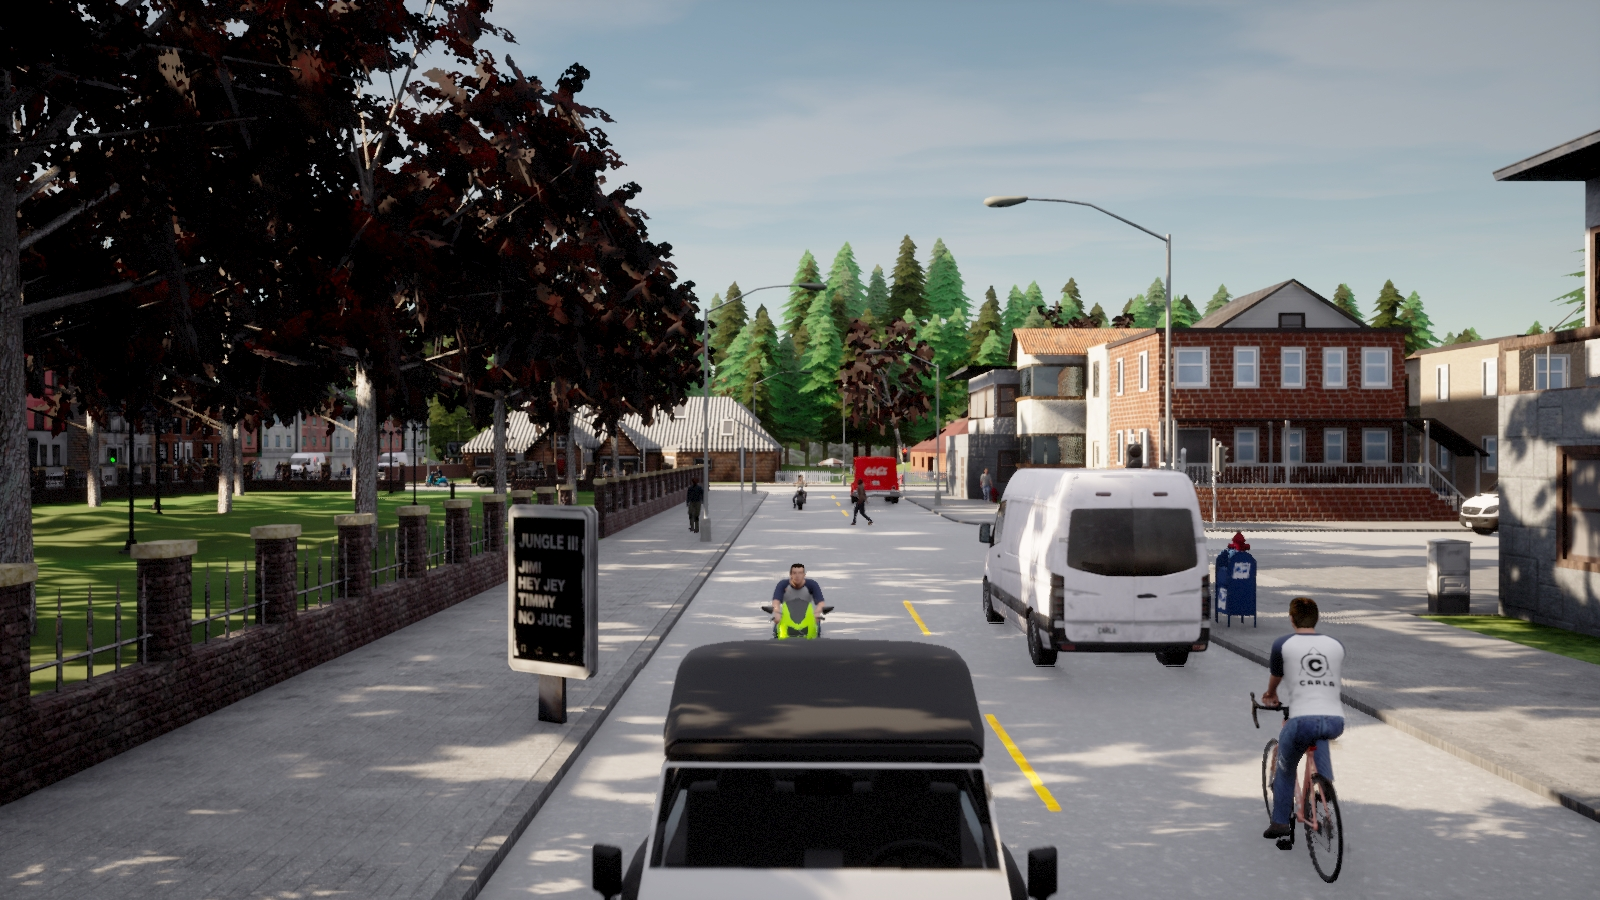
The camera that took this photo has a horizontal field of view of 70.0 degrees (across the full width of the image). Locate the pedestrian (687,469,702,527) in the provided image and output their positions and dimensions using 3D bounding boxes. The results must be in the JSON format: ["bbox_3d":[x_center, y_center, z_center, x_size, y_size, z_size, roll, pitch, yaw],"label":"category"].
[{"bbox_3d":[-3.381,1.540,36.639,0.375,1.860,0.375,0,0,10],"label":"pedestrian"}]

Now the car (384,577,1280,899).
[{"bbox_3d":[0.094,1.640,4.364,1.905,1.878,3.866,0,0,1],"label":"car"}]

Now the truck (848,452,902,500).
[{"bbox_3d":[3.969,1.372,61.570,2.627,2.467,5.204,0,0,1],"label":"truck"}]

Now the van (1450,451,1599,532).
[{"bbox_3d":[24.712,1.329,37.232,5.915,2.561,1.988,0,0,0],"label":"van"}]

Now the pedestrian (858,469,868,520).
[{"bbox_3d":[2.307,1.645,41.995,0.375,1.860,0.375,0,0,4],"label":"pedestrian"}]

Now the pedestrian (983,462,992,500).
[{"bbox_3d":[9.288,1.547,56.614,0.375,1.860,0.375,0,0,-2],"label":"pedestrian"}]

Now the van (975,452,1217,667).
[{"bbox_3d":[3.996,1.322,16.638,1.988,2.561,5.915,0,0,0],"label":"van"}]
